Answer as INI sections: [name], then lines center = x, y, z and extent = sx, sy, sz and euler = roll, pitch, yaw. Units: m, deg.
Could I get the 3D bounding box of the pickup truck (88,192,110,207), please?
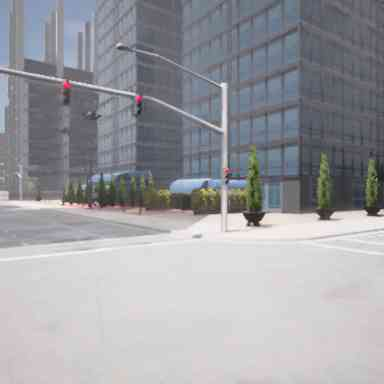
[pickup truck]
center = -13.201, 1.067, 47.890
extent = 2.390, 2.098, 6.274
euler = 0, 0, -6
